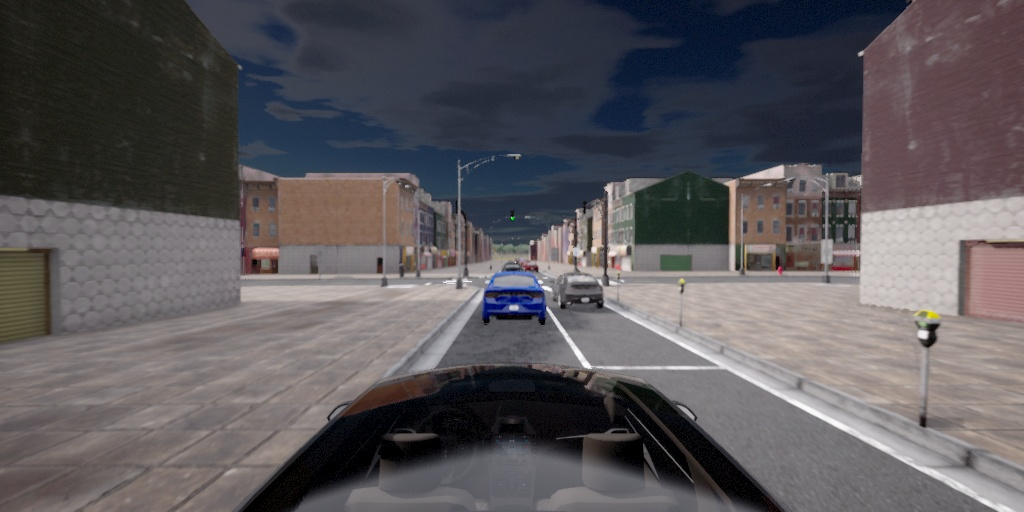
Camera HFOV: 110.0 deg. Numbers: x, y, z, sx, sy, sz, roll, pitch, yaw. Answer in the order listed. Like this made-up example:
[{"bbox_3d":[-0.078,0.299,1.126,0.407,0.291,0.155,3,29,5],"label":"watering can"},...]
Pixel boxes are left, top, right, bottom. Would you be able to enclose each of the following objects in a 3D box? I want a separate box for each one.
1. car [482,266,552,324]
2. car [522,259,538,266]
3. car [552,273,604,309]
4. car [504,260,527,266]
[{"bbox_3d":[0.068,1.258,12.195,1.882,1.535,5.008,0,0,0],"label":"car"},{"bbox_3d":[2.577,1.440,47.415,1.888,1.381,4.507,0,0,0],"label":"car"},{"bbox_3d":[2.621,1.339,14.970,2.007,1.370,4.403,0,0,0],"label":"car"},{"bbox_3d":[0.053,1.338,30.008,1.837,1.490,4.892,0,0,0],"label":"car"}]
